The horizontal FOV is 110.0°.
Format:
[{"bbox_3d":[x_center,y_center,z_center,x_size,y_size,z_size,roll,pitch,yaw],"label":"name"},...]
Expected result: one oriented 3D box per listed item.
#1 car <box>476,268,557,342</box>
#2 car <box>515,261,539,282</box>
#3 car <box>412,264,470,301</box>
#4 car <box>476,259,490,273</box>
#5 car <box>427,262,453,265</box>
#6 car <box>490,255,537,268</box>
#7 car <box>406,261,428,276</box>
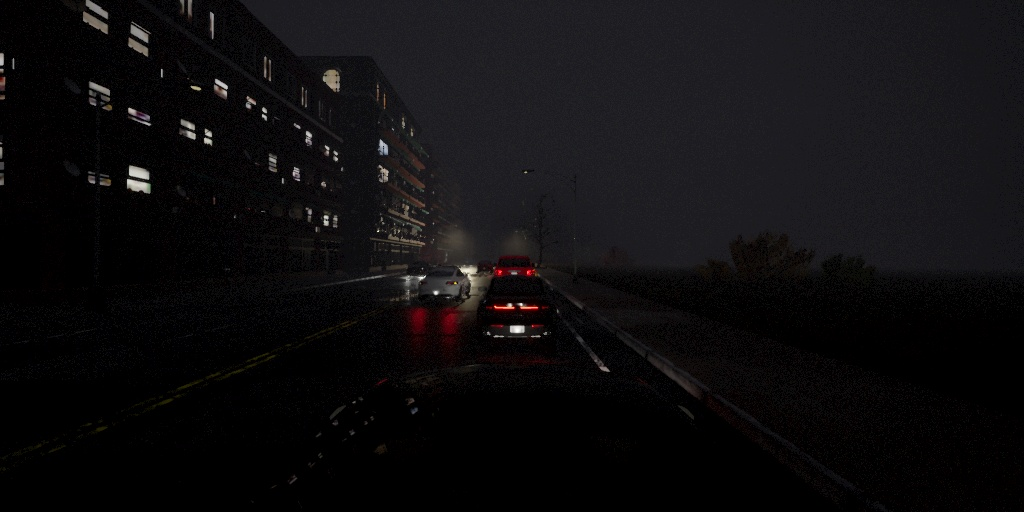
[{"bbox_3d":[0.109,1.256,9.784,1.837,1.490,4.892,0,0,0],"label":"car"},{"bbox_3d":[1.164,1.209,30.538,1.801,1.575,5.366,0,0,0],"label":"car"},{"bbox_3d":[-3.136,1.278,17.136,1.812,1.442,4.674,0,0,0],"label":"car"},{"bbox_3d":[-3.112,1.231,42.994,1.882,1.535,5.008,0,0,0],"label":"car"},{"bbox_3d":[-6.570,1.355,35.027,1.895,1.301,4.718,0,0,0],"label":"car"},{"bbox_3d":[0.117,0.975,20.131,2.150,2.045,5.566,0,0,0],"label":"car"},{"bbox_3d":[-9.818,1.259,38.264,1.837,1.490,4.892,0,0,0],"label":"car"}]
